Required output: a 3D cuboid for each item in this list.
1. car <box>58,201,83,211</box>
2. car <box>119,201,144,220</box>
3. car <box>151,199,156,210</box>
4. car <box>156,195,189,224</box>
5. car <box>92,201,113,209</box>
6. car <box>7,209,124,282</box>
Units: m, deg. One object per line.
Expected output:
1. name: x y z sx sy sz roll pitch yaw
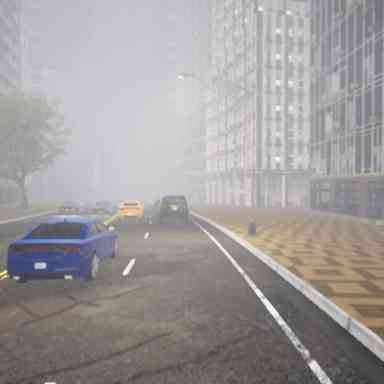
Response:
1. car: -12.713 1.621 35.025 1.994 1.385 4.181 0 0 -9
2. car: -5.105 1.496 28.144 1.882 1.535 5.008 0 0 -7
3. car: -4.157 1.536 42.580 1.812 1.442 4.674 0 0 -11
4. car: -1.476 1.225 25.391 2.150 2.045 5.566 0 0 -6
5. car: -9.507 1.640 35.556 2.033 1.411 5.357 0 0 -9
6. car: -3.472 1.487 9.864 1.882 1.535 5.008 0 0 -2
